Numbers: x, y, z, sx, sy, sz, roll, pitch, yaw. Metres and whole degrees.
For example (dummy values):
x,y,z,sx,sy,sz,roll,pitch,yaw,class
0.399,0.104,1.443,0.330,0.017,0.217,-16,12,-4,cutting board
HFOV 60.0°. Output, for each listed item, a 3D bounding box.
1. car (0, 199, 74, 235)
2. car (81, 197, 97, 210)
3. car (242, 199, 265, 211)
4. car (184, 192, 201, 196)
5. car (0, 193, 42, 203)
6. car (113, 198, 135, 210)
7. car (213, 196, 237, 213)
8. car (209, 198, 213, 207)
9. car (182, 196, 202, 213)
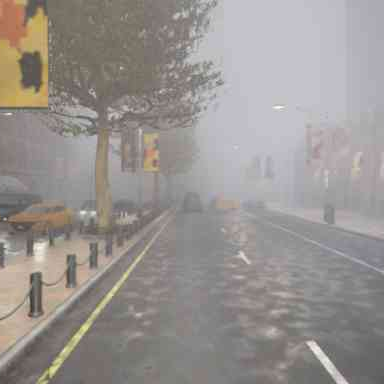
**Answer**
x,y,z,sx,sy,sz,roll,pitch,yaw,class
-8.093,1.379,18.208,1.882,1.535,5.008,0,0,0,car
-11.490,1.261,38.924,1.994,1.385,4.181,0,0,0,car
6.759,1.394,37.018,1.895,1.301,4.718,0,0,0,car
0.022,0.976,45.707,2.150,2.045,5.566,0,1,0,car
-11.590,1.105,21.565,2.150,2.045,5.566,0,0,0,car
-7.990,1.403,38.894,1.895,1.301,4.718,0,0,0,car
3.512,1.289,34.728,1.882,1.535,5.008,0,1,0,car
3.533,1.311,46.772,1.994,1.385,4.181,0,0,1,car
0.010,1.377,34.559,1.994,1.385,4.181,0,0,0,car
